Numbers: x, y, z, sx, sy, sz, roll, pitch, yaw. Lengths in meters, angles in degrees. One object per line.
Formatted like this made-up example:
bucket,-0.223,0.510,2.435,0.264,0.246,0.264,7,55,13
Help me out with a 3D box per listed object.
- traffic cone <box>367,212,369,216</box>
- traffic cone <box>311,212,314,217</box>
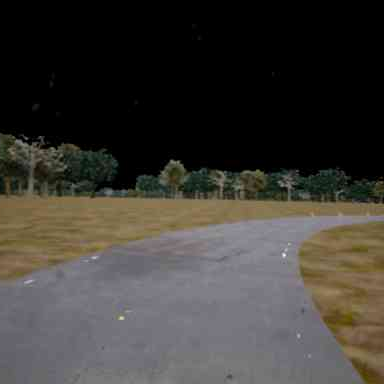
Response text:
traffic cone,21.960,2.690,41.502,0.340,0.580,0.340,2,-1,-26
traffic cone,13.007,2.423,35.843,0.340,0.580,0.340,2,-1,-39
